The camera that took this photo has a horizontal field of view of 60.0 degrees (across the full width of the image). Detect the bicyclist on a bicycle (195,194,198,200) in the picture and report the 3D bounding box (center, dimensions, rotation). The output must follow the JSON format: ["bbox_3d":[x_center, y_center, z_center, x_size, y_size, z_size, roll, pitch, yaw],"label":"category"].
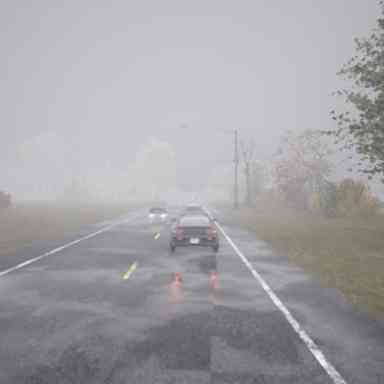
[{"bbox_3d":[0.948,1.421,77.661,0.866,1.612,1.509,0,0,0],"label":"bicyclist on a bicycle"}]

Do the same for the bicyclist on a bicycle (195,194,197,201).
[{"bbox_3d":[0.950,1.424,86.662,0.582,1.620,1.656,0,0,0],"label":"bicyclist on a bicycle"}]

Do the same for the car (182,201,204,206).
[{"bbox_3d":[0.091,1.536,29.133,1.812,1.442,4.674,0,0,0],"label":"car"}]

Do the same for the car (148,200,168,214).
[{"bbox_3d":[-3.602,1.557,36.397,2.033,1.411,5.357,0,0,0],"label":"car"}]

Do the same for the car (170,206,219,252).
[{"bbox_3d":[0.092,1.532,13.870,1.812,1.442,4.674,0,0,0],"label":"car"}]

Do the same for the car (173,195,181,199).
[{"bbox_3d":[-3.511,1.280,77.978,1.812,1.442,4.674,0,0,0],"label":"car"}]
